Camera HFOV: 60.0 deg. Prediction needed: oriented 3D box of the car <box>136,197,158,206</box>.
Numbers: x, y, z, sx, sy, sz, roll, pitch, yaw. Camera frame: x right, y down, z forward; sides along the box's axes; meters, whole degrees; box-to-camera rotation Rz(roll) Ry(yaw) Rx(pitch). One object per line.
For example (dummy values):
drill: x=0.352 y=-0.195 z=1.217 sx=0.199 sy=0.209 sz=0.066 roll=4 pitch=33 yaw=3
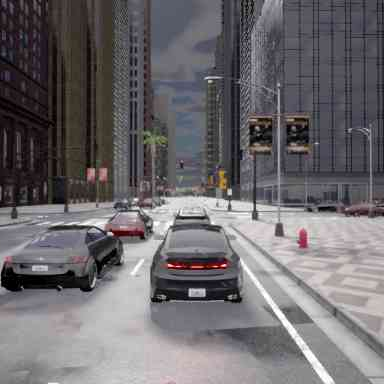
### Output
car: x=-6.675 y=1.709 z=50.054 sx=1.882 sy=1.535 sz=5.008 roll=0 pitch=0 yaw=0

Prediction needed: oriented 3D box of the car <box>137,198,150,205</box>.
car: x=-9.861 y=1.927 z=67.764 sx=1.994 sy=1.385 sz=4.181 roll=0 pitch=0 yaw=1

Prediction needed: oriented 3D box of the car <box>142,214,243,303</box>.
car: x=0.088 y=1.515 z=8.222 sx=1.837 sy=1.490 sz=4.892 roll=0 pitch=0 yaw=0

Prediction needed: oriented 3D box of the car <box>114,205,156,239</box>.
car: x=-3.177 y=1.602 z=17.396 sx=1.994 sy=1.385 sz=4.181 roll=0 pitch=0 yaw=0

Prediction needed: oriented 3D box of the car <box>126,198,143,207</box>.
car: x=-9.923 y=1.778 z=57.878 sx=2.128 sy=1.511 sz=4.902 roll=0 pitch=0 yaw=0

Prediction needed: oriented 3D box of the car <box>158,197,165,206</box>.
car: x=-6.664 y=1.655 z=60.091 sx=2.097 sy=1.767 sz=4.553 roll=0 pitch=0 yaw=0

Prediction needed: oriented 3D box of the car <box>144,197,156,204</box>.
car: x=-9.874 y=1.991 z=78.358 sx=2.033 sy=1.411 sz=5.357 roll=0 pitch=0 yaw=0

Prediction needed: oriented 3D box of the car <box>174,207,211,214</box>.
car: x=0.022 y=1.530 z=17.543 sx=2.128 sy=1.511 sz=4.902 roll=0 pitch=0 yaw=0

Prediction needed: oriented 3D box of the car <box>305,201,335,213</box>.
car: x=15.126 y=1.663 z=37.791 sx=4.313 sy=1.339 sz=1.947 roll=0 pitch=0 yaw=-1

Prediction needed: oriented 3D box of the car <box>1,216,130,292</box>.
car: x=-3.170 y=1.576 z=8.997 sx=1.994 sy=1.385 sz=4.181 roll=0 pitch=0 yaw=1

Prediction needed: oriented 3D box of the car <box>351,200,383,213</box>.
car: x=20.766 y=1.644 z=37.887 sx=4.313 sy=1.339 sz=1.947 roll=0 pitch=0 yaw=-1

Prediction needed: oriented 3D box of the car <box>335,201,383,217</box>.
car: x=15.270 y=1.577 z=29.267 sx=4.206 sy=1.307 sz=1.802 roll=0 pitch=0 yaw=-1

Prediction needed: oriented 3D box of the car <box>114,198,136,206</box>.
car: x=-9.925 y=1.768 z=48.324 sx=2.033 sy=1.411 sz=5.357 roll=0 pitch=0 yaw=0
